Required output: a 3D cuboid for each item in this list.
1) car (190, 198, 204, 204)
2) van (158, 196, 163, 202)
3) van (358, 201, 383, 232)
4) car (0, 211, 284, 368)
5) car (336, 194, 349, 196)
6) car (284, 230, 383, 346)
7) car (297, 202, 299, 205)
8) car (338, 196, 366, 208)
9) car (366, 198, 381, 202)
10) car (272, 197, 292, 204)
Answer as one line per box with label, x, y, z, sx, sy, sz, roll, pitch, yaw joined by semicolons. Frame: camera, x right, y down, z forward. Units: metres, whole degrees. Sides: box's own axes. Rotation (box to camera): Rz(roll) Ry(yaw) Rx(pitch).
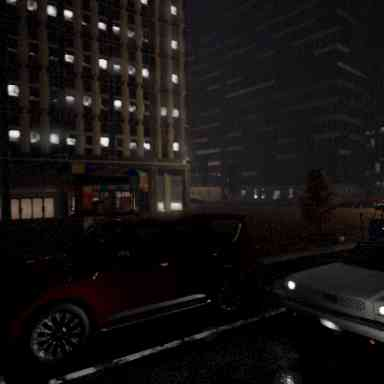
car;0.927;1.967;75.410;1.802;1.307;4.206;-2;1;-41
van;-10.134;1.819;88.221;1.690;1.788;3.998;-2;1;-41
van;8.221;1.331;12.448;3.998;1.788;1.690;0;-1;-35
car;-0.938;1.313;5.913;5.009;1.841;2.192;0;-1;-35
car;25.733;1.364;59.485;2.192;1.841;5.009;-2;1;-41
car;3.777;1.596;6.073;4.718;1.301;1.895;0;0;-36
car;19.351;1.667;54.052;1.967;1.590;4.097;-2;1;-41
car;23.040;1.760;49.782;1.947;1.339;4.313;-2;1;-41
car;29.432;1.599;55.214;1.802;1.307;4.206;-2;1;-41
car;18.357;1.678;68.045;1.947;1.339;4.313;-2;1;-41
